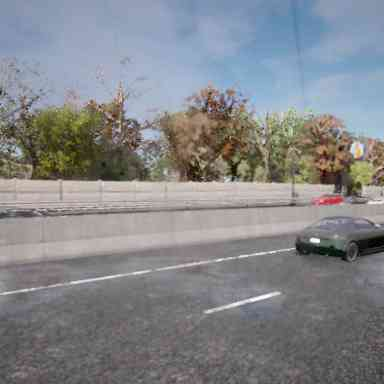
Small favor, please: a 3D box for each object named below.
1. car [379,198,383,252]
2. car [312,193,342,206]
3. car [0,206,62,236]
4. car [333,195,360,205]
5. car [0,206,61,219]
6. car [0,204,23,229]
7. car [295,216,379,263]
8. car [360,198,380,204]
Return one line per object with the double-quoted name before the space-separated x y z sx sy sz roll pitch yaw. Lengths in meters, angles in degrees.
"car" 7.771 1.218 9.285 5.566 2.045 2.150 0 0 -35
"car" 19.810 1.226 48.162 5.566 2.045 2.150 0 0 -35
"car" -10.202 1.548 18.208 5.357 1.411 2.033 0 0 -36
"car" 21.935 1.495 45.379 4.902 1.511 2.128 0 0 -35
"car" -8.468 1.506 15.148 4.892 1.490 1.837 0 0 -35
"car" -13.110 1.527 20.438 4.674 1.442 1.812 0 0 -35
"car" 5.671 1.561 12.085 4.181 1.385 1.994 0 0 -35
"car" 23.959 1.527 42.528 4.674 1.442 1.812 0 0 -35
